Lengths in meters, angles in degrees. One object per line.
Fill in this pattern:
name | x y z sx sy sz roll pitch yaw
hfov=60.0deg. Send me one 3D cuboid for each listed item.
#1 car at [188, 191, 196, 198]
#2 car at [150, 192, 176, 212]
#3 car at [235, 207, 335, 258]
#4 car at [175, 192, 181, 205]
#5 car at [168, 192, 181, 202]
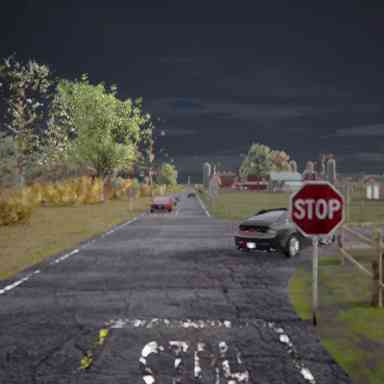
car | -0.014 0.531 72.154 1.837 1.490 4.892 0 1 0
car | -2.853 1.072 31.952 1.882 1.535 5.008 0 1 0
car | 3.481 1.326 12.122 1.837 1.490 4.892 -3 0 43
car | -2.845 0.945 42.340 2.128 1.511 4.902 0 1 0
car | -2.820 0.800 53.825 1.837 1.490 4.892 0 1 0
